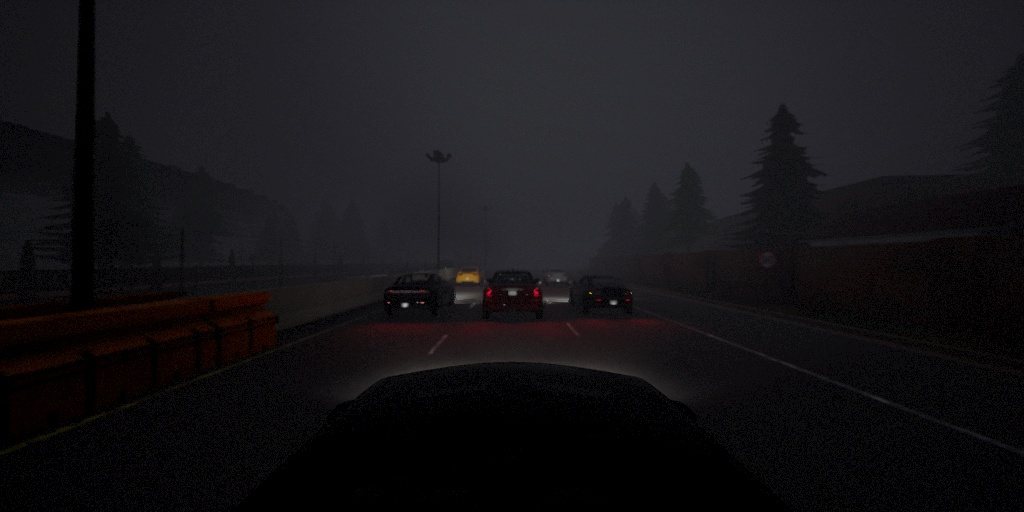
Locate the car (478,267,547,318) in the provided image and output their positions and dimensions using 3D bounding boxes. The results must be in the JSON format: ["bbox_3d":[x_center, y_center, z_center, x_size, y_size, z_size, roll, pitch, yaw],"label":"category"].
[{"bbox_3d":[0.040,1.272,13.971,2.097,1.767,4.553,0,-1,0],"label":"car"}]

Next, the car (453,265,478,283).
[{"bbox_3d":[-3.443,1.625,30.272,1.882,1.535,5.008,0,0,0],"label":"car"}]

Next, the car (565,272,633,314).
[{"bbox_3d":[3.546,1.457,14.746,1.812,1.442,4.674,0,-1,1],"label":"car"}]

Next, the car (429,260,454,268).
[{"bbox_3d":[-10.125,1.691,53.689,2.150,2.045,5.566,0,0,4],"label":"car"}]

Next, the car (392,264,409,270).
[{"bbox_3d":[-16.927,1.990,55.550,2.128,1.511,4.902,0,-1,6],"label":"car"}]

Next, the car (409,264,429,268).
[{"bbox_3d":[-13.472,1.967,54.823,1.882,1.535,5.008,0,0,5],"label":"car"}]

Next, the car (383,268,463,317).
[{"bbox_3d":[-3.460,1.414,14.082,2.128,1.511,4.902,0,-1,0],"label":"car"}]

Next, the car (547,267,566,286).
[{"bbox_3d":[3.555,1.666,29.747,1.812,1.442,4.674,0,-1,0],"label":"car"}]
